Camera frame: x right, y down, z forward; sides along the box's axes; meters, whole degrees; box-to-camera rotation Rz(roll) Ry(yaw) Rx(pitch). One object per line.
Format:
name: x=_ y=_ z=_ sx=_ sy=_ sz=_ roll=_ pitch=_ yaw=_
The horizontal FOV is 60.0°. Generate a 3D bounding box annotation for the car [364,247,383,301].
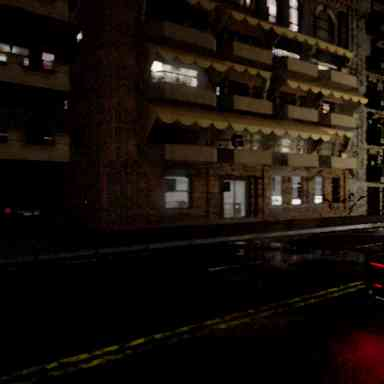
car: x=5.585 y=1.508 z=6.948 sx=4.892 sy=1.490 sz=1.837 roll=0 pitch=0 yaw=-33
